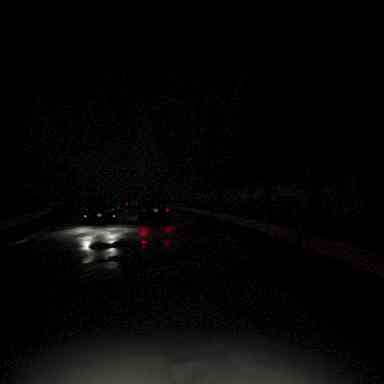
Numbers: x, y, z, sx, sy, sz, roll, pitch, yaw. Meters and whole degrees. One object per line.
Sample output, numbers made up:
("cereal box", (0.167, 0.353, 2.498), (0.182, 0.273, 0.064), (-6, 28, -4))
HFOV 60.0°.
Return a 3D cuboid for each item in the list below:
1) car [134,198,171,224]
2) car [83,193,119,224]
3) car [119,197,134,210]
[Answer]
("car", (-2.846, 1.247, 24.121), (2.097, 1.767, 4.553), (0, 0, -12))
("car", (-6.597, 1.122, 24.172), (2.150, 2.045, 5.566), (0, 0, -13))
("car", (-7.801, 1.373, 40.957), (2.033, 1.411, 5.357), (0, 0, -19))
